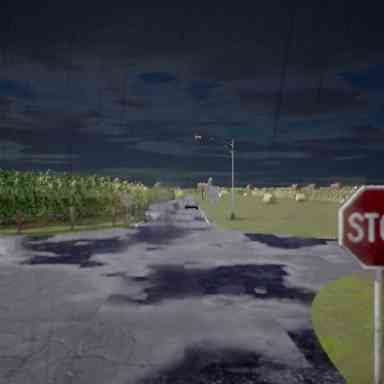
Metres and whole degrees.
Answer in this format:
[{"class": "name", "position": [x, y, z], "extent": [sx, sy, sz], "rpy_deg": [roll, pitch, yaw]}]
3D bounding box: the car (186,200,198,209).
[{"class": "car", "position": [-0.018, 2.019, 54.322], "extent": [1.994, 1.385, 4.181], "rpy_deg": [0, 0, 0]}]

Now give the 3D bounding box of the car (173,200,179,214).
[{"class": "car", "position": [-2.924, 1.910, 39.638], "extent": [1.994, 1.385, 4.181], "rpy_deg": [0, 0, 0]}]

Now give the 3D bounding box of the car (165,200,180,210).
[{"class": "car", "position": [-2.949, 1.976, 50.693], "extent": [2.033, 1.411, 5.357], "rpy_deg": [0, 0, 0]}]

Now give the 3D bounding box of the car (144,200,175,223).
[{"class": "car", "position": [-2.896, 1.746, 28.287], "extent": [2.128, 1.511, 4.902], "rpy_deg": [0, -1, 0]}]
